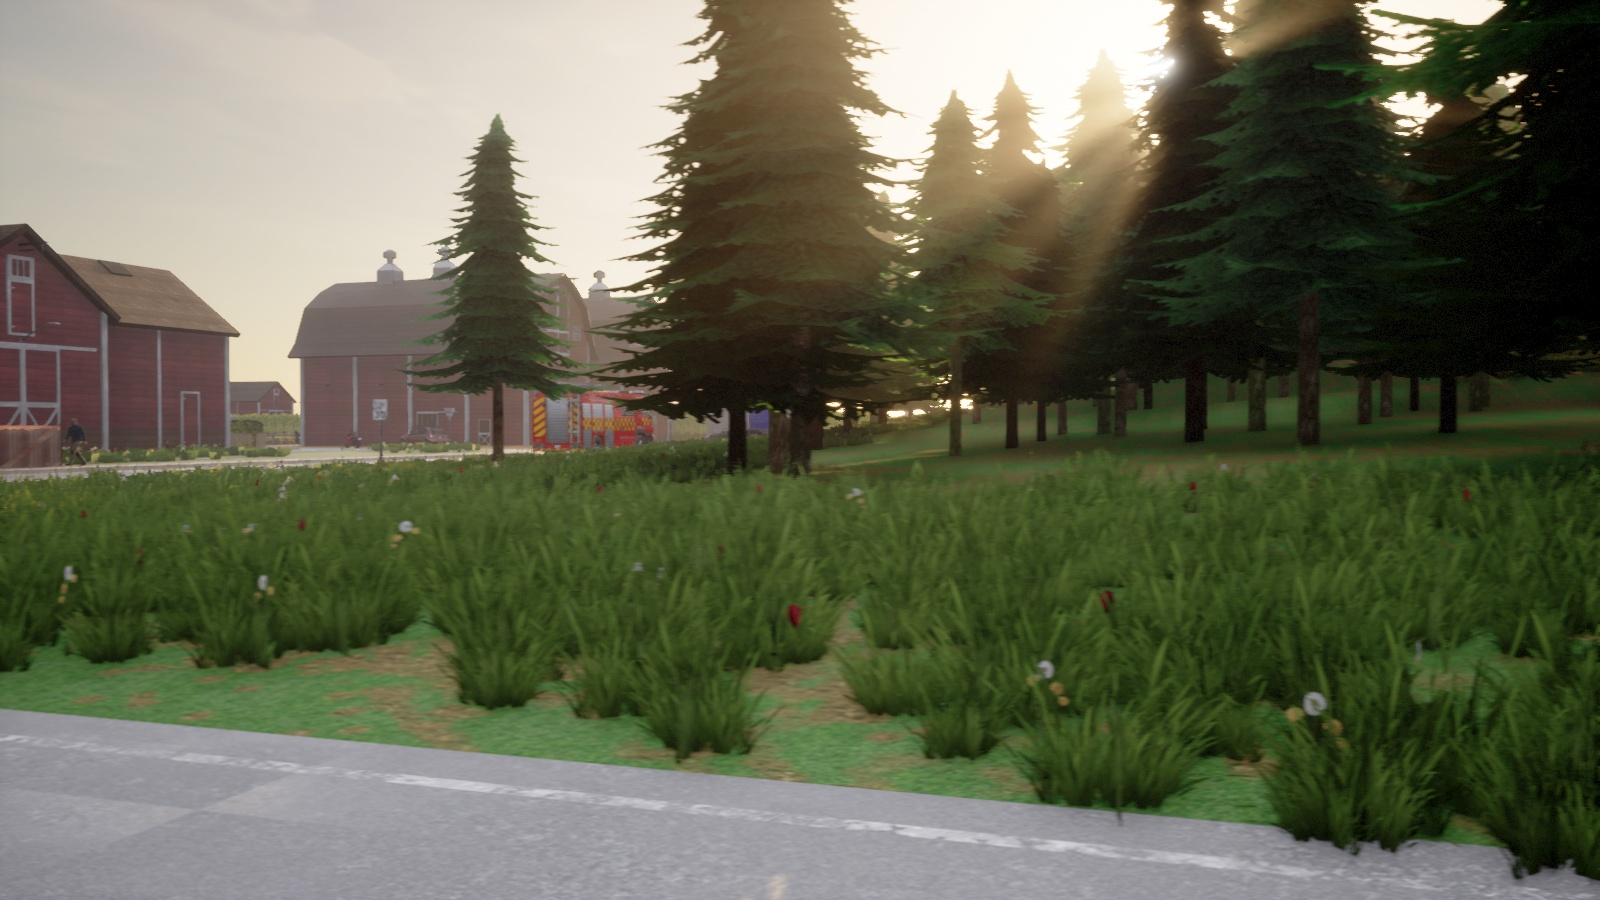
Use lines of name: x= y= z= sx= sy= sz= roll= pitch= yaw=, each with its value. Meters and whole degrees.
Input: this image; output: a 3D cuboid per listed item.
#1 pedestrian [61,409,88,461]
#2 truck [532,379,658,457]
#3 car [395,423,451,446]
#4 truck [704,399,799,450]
pedestrian: x=-25.891 y=-0.531 z=44.823 sx=0.402 sy=1.842 sz=0.726 roll=1 pitch=1 yaw=17
truck: x=-10.623 y=-1.622 z=66.052 sx=2.891 sy=3.827 sz=8.468 roll=1 pitch=1 yaw=19
car: x=-27.671 y=-1.125 z=92.024 sx=3.988 sy=1.617 sz=1.851 roll=1 pitch=1 yaw=35
truck: x=-3.319 y=-1.768 z=88.317 sx=2.891 sy=3.462 sz=7.936 roll=1 pitch=1 yaw=29
